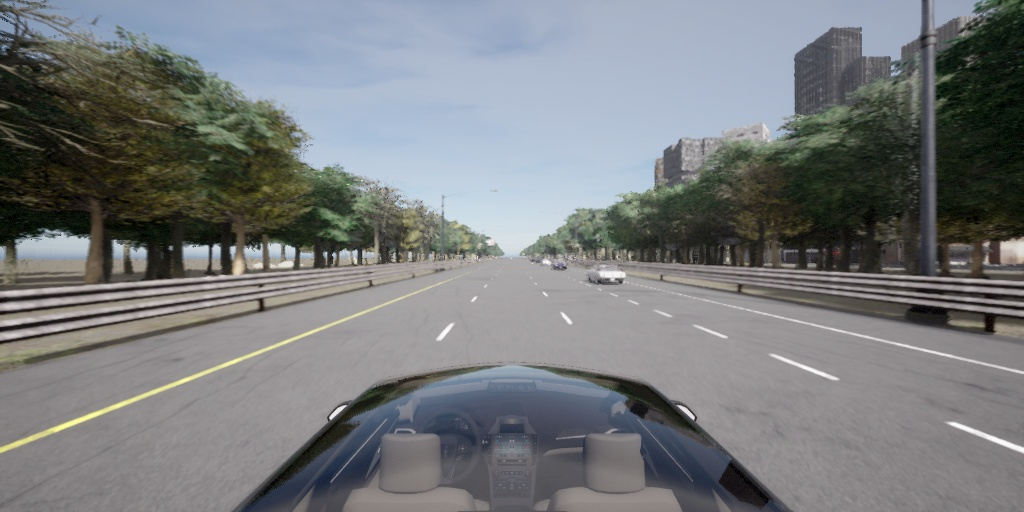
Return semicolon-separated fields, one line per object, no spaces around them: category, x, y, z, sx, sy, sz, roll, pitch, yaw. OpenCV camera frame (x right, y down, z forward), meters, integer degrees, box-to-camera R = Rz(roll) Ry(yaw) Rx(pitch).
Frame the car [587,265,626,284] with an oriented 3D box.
car;6.997;1.366;27.228;1.895;1.301;4.718;0;0;0

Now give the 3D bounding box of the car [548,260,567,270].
car;7.050;1.402;54.162;1.895;1.301;4.718;0;0;0
